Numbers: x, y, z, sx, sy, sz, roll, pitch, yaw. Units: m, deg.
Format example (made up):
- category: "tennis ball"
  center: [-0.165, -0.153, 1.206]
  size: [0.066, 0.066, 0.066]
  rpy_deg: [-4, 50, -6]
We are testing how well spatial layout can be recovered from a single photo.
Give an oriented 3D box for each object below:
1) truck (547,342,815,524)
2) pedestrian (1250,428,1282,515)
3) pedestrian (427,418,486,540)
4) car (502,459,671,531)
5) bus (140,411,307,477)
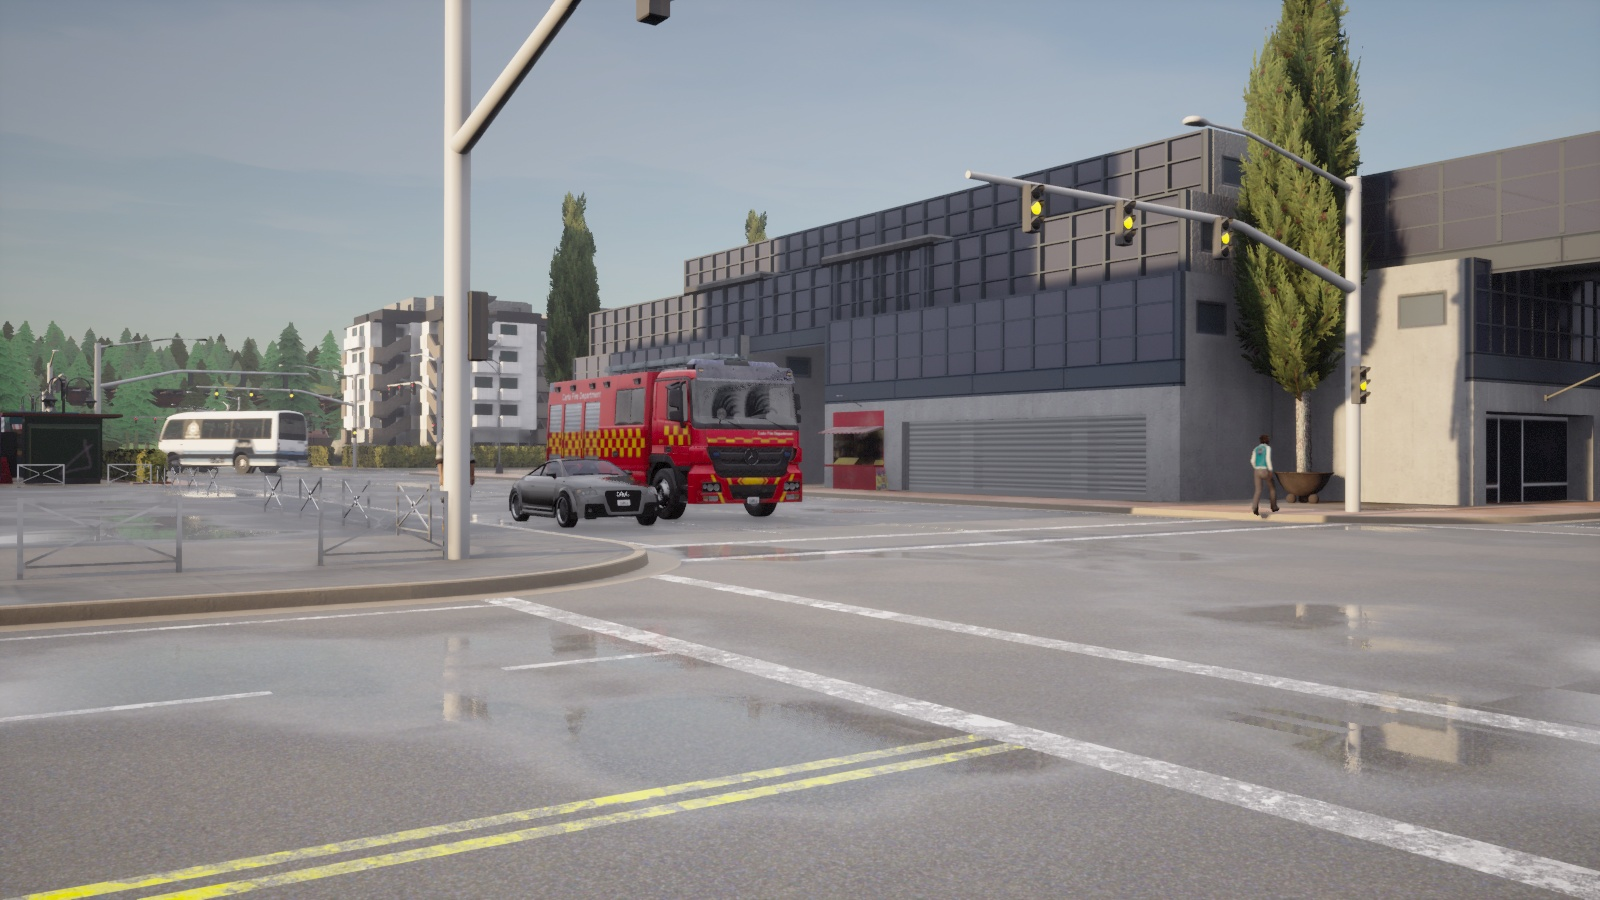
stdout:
- category: "truck"
  center: [-3.203, -0.338, 30.756]
  size: [2.891, 3.827, 8.468]
  rpy_deg: [0, 0, -33]
- category: "pedestrian"
  center: [10.454, 0.470, 28.157]
  size: [0.692, 1.930, 0.396]
  rpy_deg: [0, 0, -41]
- category: "pedestrian"
  center: [-5.666, 0.466, 20.702]
  size: [0.659, 1.952, 0.873]
  rpy_deg: [0, 0, -37]
- category: "car"
  center: [-4.588, 0.883, 26.522]
  size: [1.994, 1.385, 4.181]
  rpy_deg: [0, 0, -34]
- category: "bus"
  center: [-39.450, -0.337, 86.048]
  size: [10.273, 4.253, 3.944]
  rpy_deg: [0, -2, 16]
